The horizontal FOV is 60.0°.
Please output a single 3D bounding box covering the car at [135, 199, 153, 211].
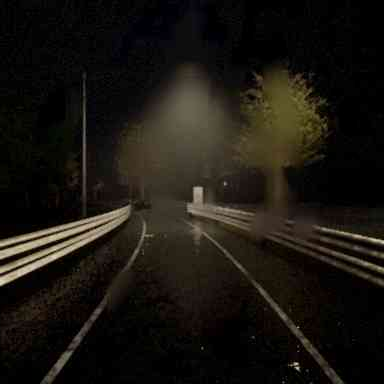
[{"bbox_3d":[-7.193,1.804,49.257,2.097,1.767,4.553,0,-1,-18],"label":"car"}]
